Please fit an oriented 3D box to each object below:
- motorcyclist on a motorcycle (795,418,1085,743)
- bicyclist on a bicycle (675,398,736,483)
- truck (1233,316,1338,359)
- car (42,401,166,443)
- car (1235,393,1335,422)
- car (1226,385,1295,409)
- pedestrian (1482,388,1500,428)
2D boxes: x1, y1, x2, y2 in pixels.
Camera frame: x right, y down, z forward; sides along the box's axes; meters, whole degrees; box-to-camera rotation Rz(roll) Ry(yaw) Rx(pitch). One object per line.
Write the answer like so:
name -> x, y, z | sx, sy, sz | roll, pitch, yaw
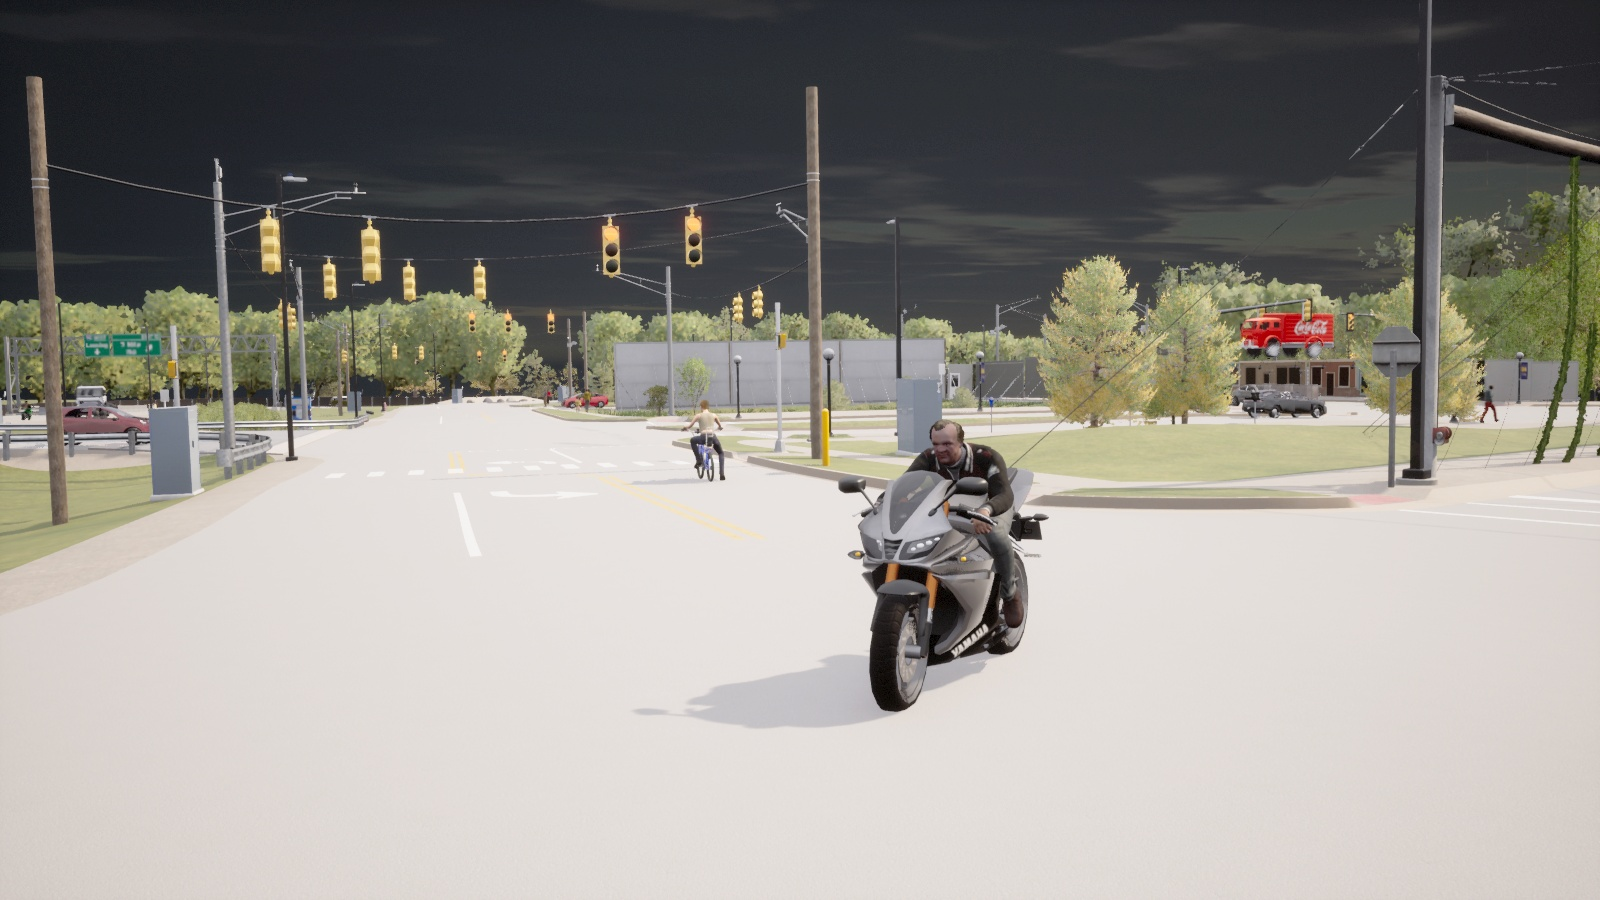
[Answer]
motorcyclist on a motorcycle -> 0.894, 0.607, 7.232 | 0.866, 1.530, 2.191 | 0, 3, 29
bicyclist on a bicycle -> -1.890, -0.209, 24.951 | 0.866, 1.612, 1.509 | -2, 3, -16
truck -> 28.989, -6.726, 75.109 | 5.204, 2.467, 2.627 | -1, 6, -15
car -> -26.083, -1.086, 47.181 | 3.633, 1.501, 1.845 | -1, 3, -11
car -> 26.535, -2.330, 68.683 | 4.902, 1.511, 2.128 | -1, 3, -20
car -> 33.315, -3.851, 91.034 | 2.152, 1.651, 5.027 | -2, 4, -15
pedestrian -> 32.228, -1.942, 58.548 | 0.614, 1.847, 0.353 | -1, 4, -9
